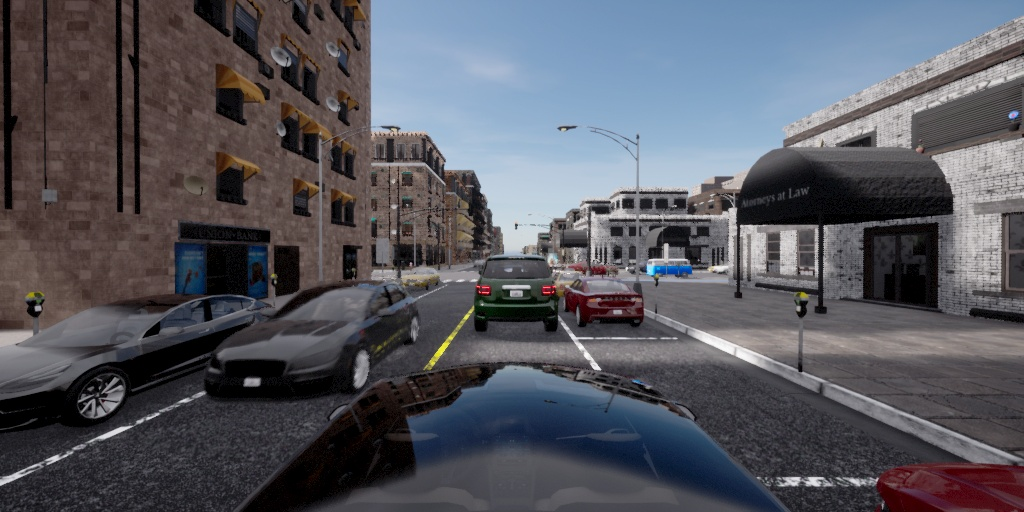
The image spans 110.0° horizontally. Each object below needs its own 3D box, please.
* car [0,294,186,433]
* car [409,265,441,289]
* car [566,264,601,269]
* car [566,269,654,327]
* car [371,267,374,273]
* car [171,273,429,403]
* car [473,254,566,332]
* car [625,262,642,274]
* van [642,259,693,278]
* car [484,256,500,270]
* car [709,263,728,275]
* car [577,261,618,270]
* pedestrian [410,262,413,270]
[{"bbox_3d":[-5.686,1.315,5.689,1.948,1.339,4.313,0,0,0],"label":"car"},{"bbox_3d":[-5.664,1.279,22.608,1.751,1.417,4.829,0,0,0],"label":"car"},{"bbox_3d":[2.710,1.277,17.236,1.751,1.417,4.829,0,0,0],"label":"car"},{"bbox_3d":[2.702,1.295,11.369,1.888,1.381,4.507,0,0,0],"label":"car"},{"bbox_3d":[-16.436,1.346,35.912,4.718,1.301,1.895,0,0,0],"label":"car"},{"bbox_3d":[-3.095,1.254,6.704,1.837,1.490,4.892,0,0,0],"label":"car"},{"bbox_3d":[0.109,0.972,11.042,2.150,2.045,5.566,0,0,0],"label":"car"},{"bbox_3d":[14.975,1.279,39.317,4.902,1.511,2.128,0,0,-2],"label":"car"},{"bbox_3d":[14.697,1.166,33.517,3.998,1.789,1.690,0,0,0],"label":"van"},{"bbox_3d":[-3.025,0.999,55.037,2.150,2.045,5.566,0,0,0],"label":"car"},{"bbox_3d":[24.817,1.414,39.367,4.718,1.301,1.895,0,0,0],"label":"car"},{"bbox_3d":[8.190,1.269,36.268,5.008,1.535,1.882,0,1,8],"label":"car"},{"bbox_3d":[-12.574,1.215,44.671,0.500,1.100,0.500,0,0,0],"label":"pedestrian"}]
